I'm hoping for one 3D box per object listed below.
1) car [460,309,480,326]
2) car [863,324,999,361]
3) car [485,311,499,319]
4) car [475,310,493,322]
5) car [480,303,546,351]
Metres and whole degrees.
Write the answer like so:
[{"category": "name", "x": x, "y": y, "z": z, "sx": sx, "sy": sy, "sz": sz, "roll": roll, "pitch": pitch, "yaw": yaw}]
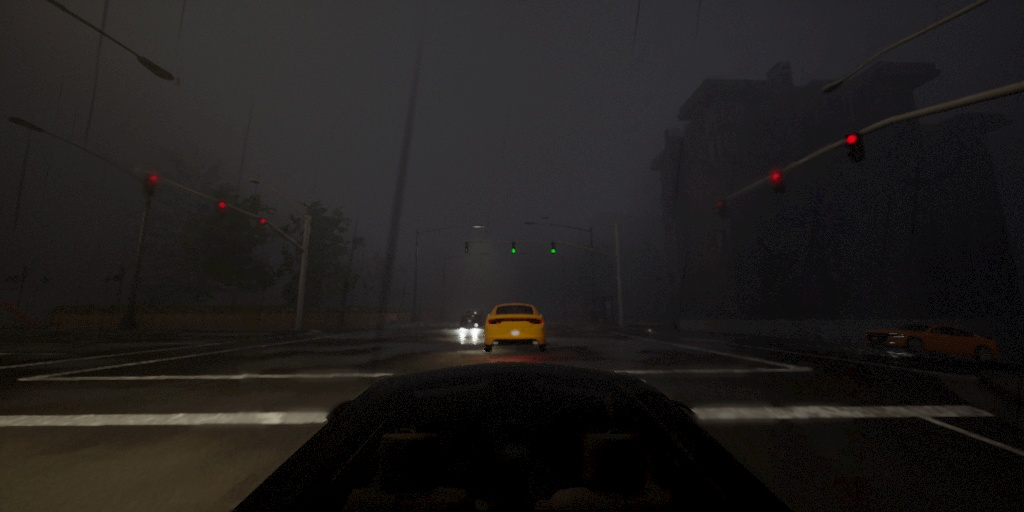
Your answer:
[{"category": "car", "x": -3.553, "y": 5.615, "z": 32.775, "sx": 2.128, "sy": 1.511, "sz": 4.902, "roll": 0, "pitch": -9, "yaw": 0}, {"category": "car", "x": 19.573, "y": 3.933, "z": 16.906, "sx": 5.008, "sy": 1.535, "sz": 1.882, "roll": 8, "pitch": -9, "yaw": 0}, {"category": "car", "x": -3.441, "y": 10.216, "z": 62.162, "sx": 2.033, "sy": 1.411, "sz": 5.357, "roll": 0, "pitch": -9, "yaw": 0}, {"category": "car", "x": -3.525, "y": 7.677, "z": 45.882, "sx": 1.812, "sy": 1.442, "sz": 4.674, "roll": 0, "pitch": -9, "yaw": 0}, {"category": "car", "x": 0.099, "y": 2.442, "z": 12.797, "sx": 1.882, "sy": 1.535, "sz": 5.008, "roll": 0, "pitch": -9, "yaw": 0}]
